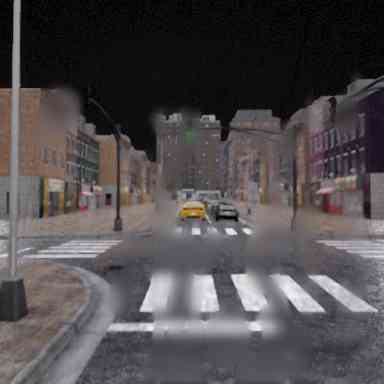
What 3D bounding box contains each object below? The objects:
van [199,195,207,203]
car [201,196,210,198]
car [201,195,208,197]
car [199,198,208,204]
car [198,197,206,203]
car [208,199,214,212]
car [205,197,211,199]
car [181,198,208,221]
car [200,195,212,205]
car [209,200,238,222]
[{"bbox_3d":[2.657,1.750,81.072,1.690,1.788,3.998,1,-1,0],"label":"van"},{"bbox_3d":[2.654,1.706,48.443,1.947,1.339,4.313,1,0,0],"label":"car"},{"bbox_3d":[2.655,1.704,54.051,1.752,1.417,4.829,1,0,0],"label":"car"},{"bbox_3d":[2.652,1.938,75.632,1.802,1.307,4.206,1,-1,0],"label":"car"},{"bbox_3d":[2.652,2.009,86.508,1.887,1.381,4.507,1,-1,0],"label":"car"},{"bbox_3d":[2.656,1.617,32.131,1.947,1.339,4.313,1,0,0],"label":"car"},{"bbox_3d":[2.657,1.602,37.737,1.752,1.417,4.829,1,0,0],"label":"car"},{"bbox_3d":[0.101,1.513,28.009,1.882,1.535,5.008,0,0,0],"label":"car"},{"bbox_3d":[2.659,1.575,64.758,2.192,1.841,5.009,1,0,0],"label":"car"},{"bbox_3d":[2.657,1.596,26.694,1.947,1.339,4.313,1,0,0],"label":"car"}]
